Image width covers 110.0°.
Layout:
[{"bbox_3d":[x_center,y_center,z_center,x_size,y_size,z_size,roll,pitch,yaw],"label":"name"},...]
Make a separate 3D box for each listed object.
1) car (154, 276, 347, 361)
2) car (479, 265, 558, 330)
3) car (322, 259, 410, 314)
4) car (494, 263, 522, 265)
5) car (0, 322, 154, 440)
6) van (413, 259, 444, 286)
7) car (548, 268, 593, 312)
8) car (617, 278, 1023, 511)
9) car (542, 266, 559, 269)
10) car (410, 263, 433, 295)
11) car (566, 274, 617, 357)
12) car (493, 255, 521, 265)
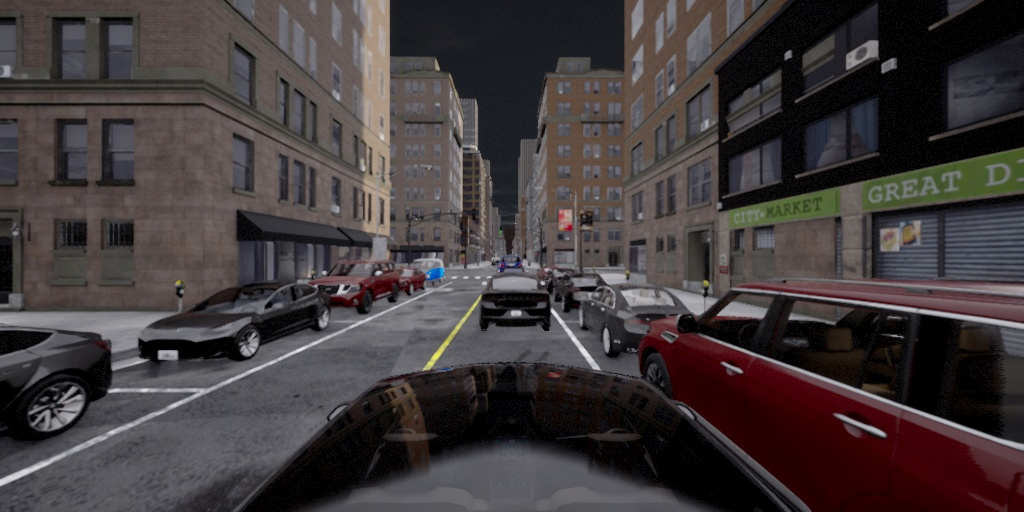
[{"bbox_3d":[-5.862,1.312,8.288,1.948,1.339,4.313,0,0,0],"label":"car"},{"bbox_3d":[0.057,1.223,11.139,1.882,1.535,5.008,0,0,-1],"label":"car"},{"bbox_3d":[-5.866,1.058,13.872,2.192,1.841,5.009,0,0,0],"label":"car"},{"bbox_3d":[0.083,1.302,21.312,1.994,1.385,4.181,0,0,-1],"label":"car"},{"bbox_3d":[-5.857,1.315,2.701,1.948,1.339,4.313,0,0,0],"label":"car"},{"bbox_3d":[-5.876,1.078,25.045,1.690,1.789,3.998,0,0,0],"label":"van"},{"bbox_3d":[2.659,1.309,13.884,1.948,1.339,4.313,0,0,0],"label":"car"},{"bbox_3d":[2.668,1.064,2.714,2.192,1.841,5.009,0,0,0],"label":"car"},{"bbox_3d":[2.654,1.306,19.469,1.948,1.339,4.313,0,0,0],"label":"car"},{"bbox_3d":[-5.871,1.285,19.459,1.888,1.381,4.507,0,0,0],"label":"car"},{"bbox_3d":[2.664,1.297,8.300,2.007,1.370,4.403,0,0,0],"label":"car"},{"bbox_3d":[-0.277,0.949,32.831,2.150,2.045,5.566,0,1,-5],"label":"car"}]
